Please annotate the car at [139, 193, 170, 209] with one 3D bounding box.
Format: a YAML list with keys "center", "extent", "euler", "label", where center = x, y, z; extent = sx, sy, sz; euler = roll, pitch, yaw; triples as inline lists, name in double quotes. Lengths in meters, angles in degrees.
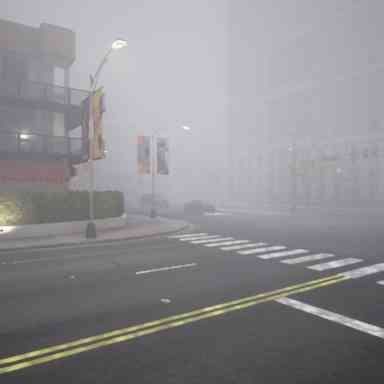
- center: [-5.203, 1.211, 45.334]
  extent: [2.150, 2.045, 5.566]
  euler: [0, 0, -35]
  label: "car"

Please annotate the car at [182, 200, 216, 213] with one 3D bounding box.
- center: [0.733, 1.554, 36.698]
  extent: [1.994, 1.385, 4.181]
  euler: [0, 0, -35]
  label: "car"
